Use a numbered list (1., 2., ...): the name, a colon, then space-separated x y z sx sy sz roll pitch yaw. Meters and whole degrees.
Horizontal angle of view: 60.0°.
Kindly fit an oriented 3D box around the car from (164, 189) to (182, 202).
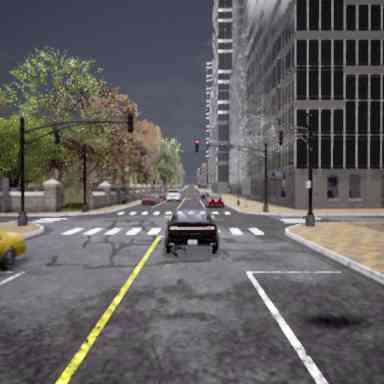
1. car: -3.068 0.569 56.135 2.150 2.045 5.566 0 1 0

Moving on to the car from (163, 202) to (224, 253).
1. car: -0.071 1.340 12.884 2.128 1.511 4.902 0 1 -2

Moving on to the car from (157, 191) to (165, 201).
1. car: -5.689 0.967 50.243 2.008 1.369 4.403 0 1 0

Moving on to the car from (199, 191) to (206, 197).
1. car: 2.693 0.521 84.501 1.752 1.417 4.829 0 1 0

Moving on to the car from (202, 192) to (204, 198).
1. car: 2.692 1.048 44.563 1.947 1.339 4.313 0 1 0

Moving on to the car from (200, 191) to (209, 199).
1. car: 2.693 0.584 72.965 1.967 1.590 4.097 0 1 0

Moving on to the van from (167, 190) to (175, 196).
1. van: -5.687 0.264 90.019 1.690 1.788 3.998 0 1 0

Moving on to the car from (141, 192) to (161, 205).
1. car: -5.688 1.027 44.560 1.887 1.381 4.507 0 1 0

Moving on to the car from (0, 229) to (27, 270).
1. car: -5.817 1.431 7.992 1.752 1.417 4.829 0 1 0

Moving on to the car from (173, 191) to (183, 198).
1. car: -3.002 0.545 71.755 1.812 1.442 4.674 0 1 0

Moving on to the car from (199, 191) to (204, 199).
1. car: 2.692 0.780 67.286 1.947 1.339 4.313 0 1 0

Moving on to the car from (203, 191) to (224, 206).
1. car: 2.693 0.988 38.882 1.967 1.590 4.097 0 1 0

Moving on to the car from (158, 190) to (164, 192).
1. car: -5.688 0.598 61.605 2.192 1.841 5.009 0 1 0
